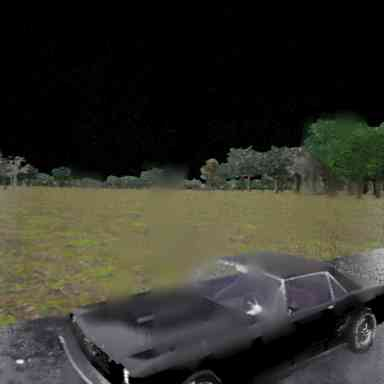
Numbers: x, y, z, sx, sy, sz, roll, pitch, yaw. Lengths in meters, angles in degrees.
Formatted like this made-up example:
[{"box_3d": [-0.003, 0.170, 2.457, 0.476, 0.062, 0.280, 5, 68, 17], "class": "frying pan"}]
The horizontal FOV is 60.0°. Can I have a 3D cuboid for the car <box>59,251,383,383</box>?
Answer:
[{"box_3d": [0.788, 1.602, 4.555, 4.718, 1.301, 1.895, 0, 0, -36], "class": "car"}]
